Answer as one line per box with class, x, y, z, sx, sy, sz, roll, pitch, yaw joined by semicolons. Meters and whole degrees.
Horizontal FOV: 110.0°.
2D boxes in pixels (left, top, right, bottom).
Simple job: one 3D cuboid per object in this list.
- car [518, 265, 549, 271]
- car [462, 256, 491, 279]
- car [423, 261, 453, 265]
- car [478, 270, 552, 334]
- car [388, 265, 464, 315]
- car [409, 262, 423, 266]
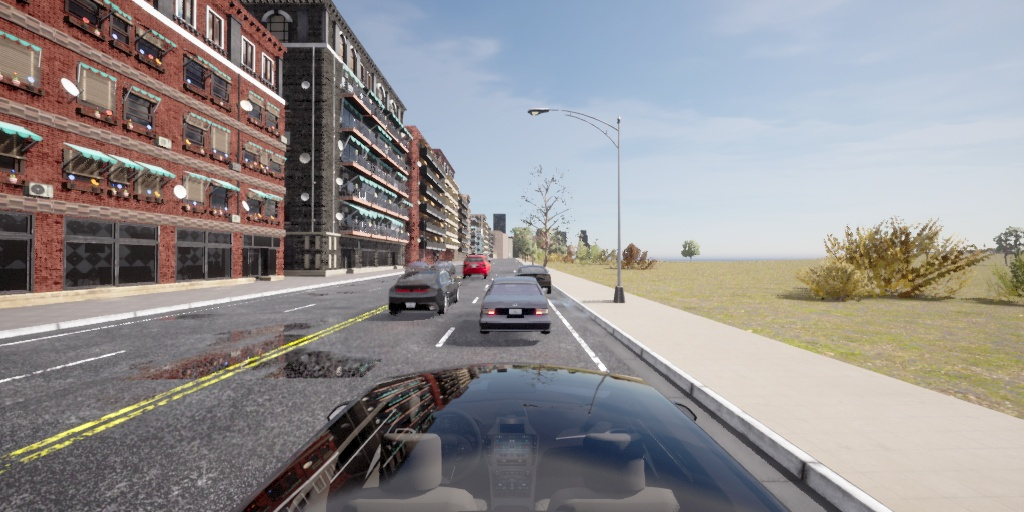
car;1.116;1.230;20.339;1.882;1.535;5.008;0;0;0
car;-3.185;0.975;32.943;2.150;2.045;5.566;0;0;0
car;-6.637;1.243;34.511;2.128;1.511;4.902;0;0;0
car;0.092;1.299;10.575;2.033;1.411;5.357;0;0;0
car;-3.165;1.258;13.606;1.837;1.490;4.892;0;0;0
car;-9.892;1.299;38.250;2.033;1.411;5.357;0;0;0
